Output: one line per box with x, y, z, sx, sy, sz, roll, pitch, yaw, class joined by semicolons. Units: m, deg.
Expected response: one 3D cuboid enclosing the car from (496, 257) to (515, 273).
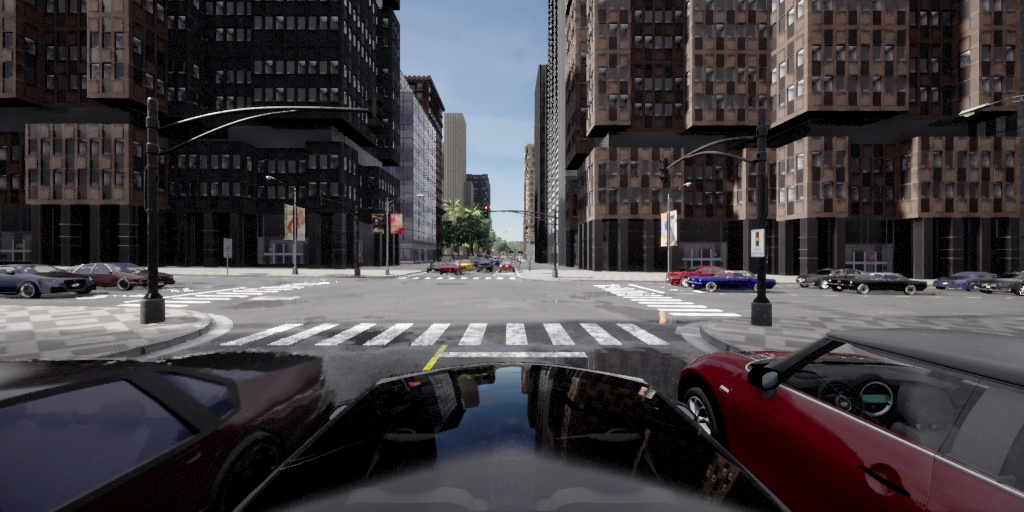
-0.606;1.198;43.712;1.967;1.591;4.097;0;0;0;car

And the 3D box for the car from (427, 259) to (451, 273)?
-9.131;1.324;43.659;1.948;1.339;4.313;0;0;0;car

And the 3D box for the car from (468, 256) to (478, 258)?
-6.557;1.015;59.219;2.150;2.045;5.566;0;0;0;car

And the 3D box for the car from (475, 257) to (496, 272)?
-3.311;1.268;45.807;1.837;1.490;4.892;0;0;0;car

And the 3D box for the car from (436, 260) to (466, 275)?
-6.462;1.348;38.486;1.895;1.301;4.718;0;0;1;car

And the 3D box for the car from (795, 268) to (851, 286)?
23.135;1.609;25.717;4.892;1.490;1.837;1;0;0;car

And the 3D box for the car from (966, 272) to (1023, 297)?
32.310;1.747;22.514;4.892;1.490;1.837;1;0;0;car

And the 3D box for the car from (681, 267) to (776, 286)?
13.526;1.569;22.412;4.718;1.301;1.895;1;0;0;car

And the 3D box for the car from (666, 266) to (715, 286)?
13.644;1.444;25.669;5.008;1.535;1.882;1;0;0;car

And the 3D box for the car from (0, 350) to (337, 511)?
-2.849;1.298;1.323;2.033;1.411;5.357;0;0;4;car

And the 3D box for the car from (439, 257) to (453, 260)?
-9.166;1.085;49.085;2.192;1.841;5.009;0;0;0;car

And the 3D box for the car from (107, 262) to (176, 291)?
-20.949;1.030;18.798;5.357;1.411;2.033;1;0;2;car

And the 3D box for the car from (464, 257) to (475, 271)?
-6.496;1.248;48.881;1.882;1.535;5.008;0;0;0;car

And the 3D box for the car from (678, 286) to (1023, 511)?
2.764;1.190;2.321;1.967;1.591;4.097;0;0;0;car

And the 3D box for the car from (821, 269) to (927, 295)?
22.692;1.702;22.467;4.718;1.301;1.895;1;0;0;car

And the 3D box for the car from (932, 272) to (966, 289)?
33.112;1.813;25.775;4.181;1.385;1.994;1;0;-1;car

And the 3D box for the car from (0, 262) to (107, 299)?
-20.881;1.052;15.513;4.181;1.385;1.994;1;0;0;car
